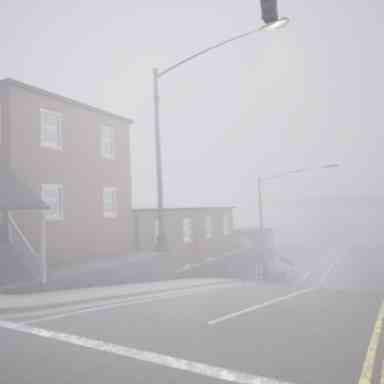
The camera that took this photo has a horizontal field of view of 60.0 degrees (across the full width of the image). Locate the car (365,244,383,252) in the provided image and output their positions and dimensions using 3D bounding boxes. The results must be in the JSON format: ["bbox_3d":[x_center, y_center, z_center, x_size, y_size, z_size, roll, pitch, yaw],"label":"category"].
[{"bbox_3d":[40.201,11.875,70.318,4.974,1.542,2.038,-2,-3,-6],"label":"car"}]

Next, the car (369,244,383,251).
[{"bbox_3d":[40.245,11.716,70.333,4.536,1.218,1.853,-2,-3,-6],"label":"car"}]

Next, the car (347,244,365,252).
[{"bbox_3d":[36.227,12.183,72.631,2.038,1.542,4.974,-2,-3,-16],"label":"car"}]

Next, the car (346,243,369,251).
[{"bbox_3d":[36.206,12.029,72.690,1.853,1.218,4.536,-2,-3,-16],"label":"car"}]
